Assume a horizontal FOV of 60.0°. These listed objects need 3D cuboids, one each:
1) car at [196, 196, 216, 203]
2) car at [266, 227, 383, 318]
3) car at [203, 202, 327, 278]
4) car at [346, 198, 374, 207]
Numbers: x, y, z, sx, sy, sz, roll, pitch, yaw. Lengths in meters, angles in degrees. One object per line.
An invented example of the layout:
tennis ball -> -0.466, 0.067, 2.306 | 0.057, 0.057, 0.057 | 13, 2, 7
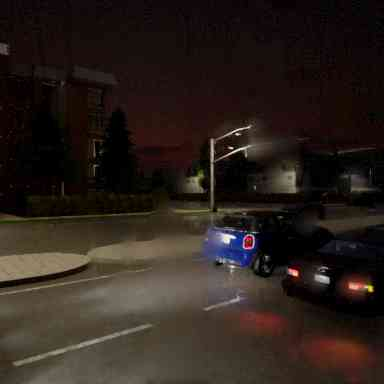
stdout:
car -> 2.888, 1.492, 67.735 | 2.128, 1.511, 4.902 | 0, 0, -38
car -> 4.213, 1.547, 7.289 | 5.357, 1.411, 2.033 | 0, 0, -38
car -> 2.590, 1.352, 10.470 | 4.553, 1.767, 2.097 | 0, 0, -38
car -> 25.242, 1.601, 49.984 | 4.718, 1.301, 1.895 | 0, 0, -32
